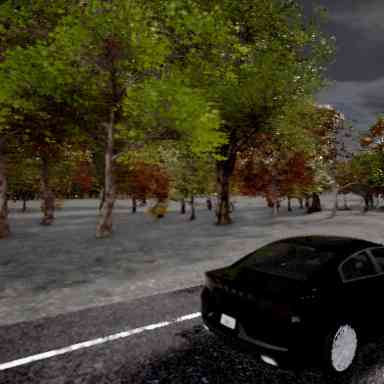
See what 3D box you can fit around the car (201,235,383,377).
[{"bbox_3d":[2.470,1.475,5.630,5.008,1.535,1.882,0,0,-35],"label":"car"}]
